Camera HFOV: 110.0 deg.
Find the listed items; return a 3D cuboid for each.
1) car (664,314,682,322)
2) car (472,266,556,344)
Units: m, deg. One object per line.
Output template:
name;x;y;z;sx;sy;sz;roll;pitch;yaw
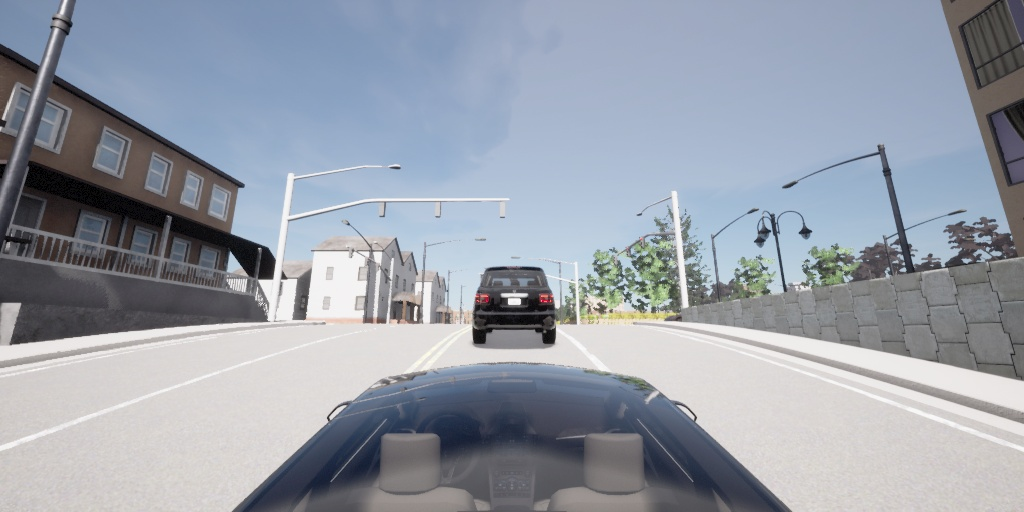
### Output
car;15.859;5.445;31.690;4.553;1.767;2.097;0;-12;1
car;0.061;1.499;11.142;2.150;2.045;5.566;0;-7;0
